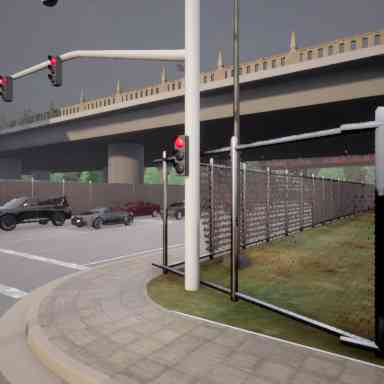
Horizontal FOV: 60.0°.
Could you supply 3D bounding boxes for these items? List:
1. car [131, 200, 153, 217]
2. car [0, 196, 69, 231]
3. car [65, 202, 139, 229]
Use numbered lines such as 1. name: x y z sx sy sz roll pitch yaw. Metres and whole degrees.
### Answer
1. car: -4.941 1.533 29.660 1.882 1.535 5.008 0 0 35
2. car: -10.616 1.277 21.658 2.150 2.045 5.566 0 0 36
3. car: -5.897 1.619 22.254 1.994 1.385 4.181 0 0 35
